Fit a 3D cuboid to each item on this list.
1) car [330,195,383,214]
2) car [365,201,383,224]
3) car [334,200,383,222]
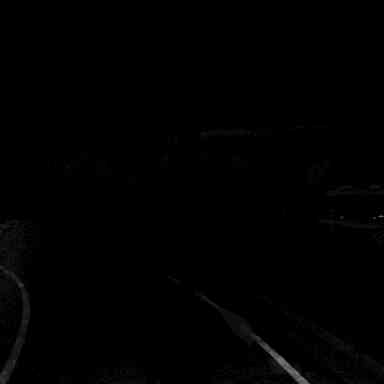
[{"bbox_3d":[15.323,1.274,29.588,5.566,2.045,2.150,0,0,3],"label":"car"},{"bbox_3d":[14.862,1.500,22.601,4.892,1.490,1.837,-1,-1,3],"label":"car"},{"bbox_3d":[14.476,1.579,26.130,5.357,1.411,2.033,-1,-1,3],"label":"car"}]
